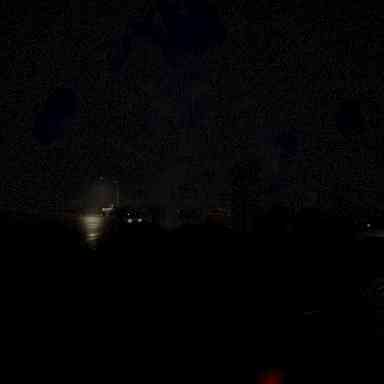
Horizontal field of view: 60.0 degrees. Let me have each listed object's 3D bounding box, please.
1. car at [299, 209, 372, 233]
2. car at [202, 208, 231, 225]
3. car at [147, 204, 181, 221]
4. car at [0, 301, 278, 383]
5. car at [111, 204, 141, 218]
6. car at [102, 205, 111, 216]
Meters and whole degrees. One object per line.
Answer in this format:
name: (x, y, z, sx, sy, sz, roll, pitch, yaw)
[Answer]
car: (9.660, 1.944, 22.734, 1.837, 1.490, 4.892, 1, -3, -34)
car: (3.030, 2.338, 32.221, 1.882, 1.535, 5.008, 1, -3, -35)
car: (-3.580, 2.503, 41.512, 2.150, 2.045, 5.566, 1, -3, -35)
car: (-1.743, 1.547, 1.860, 5.357, 1.411, 2.033, 0, 0, -36)
car: (-9.783, 2.904, 50.305, 2.150, 2.045, 5.566, 1, -3, -35)
car: (-15.004, 3.443, 62.631, 2.150, 2.045, 5.566, 1, -3, -36)
